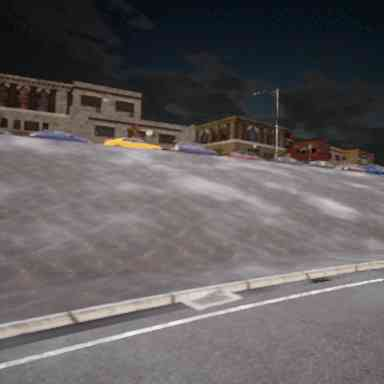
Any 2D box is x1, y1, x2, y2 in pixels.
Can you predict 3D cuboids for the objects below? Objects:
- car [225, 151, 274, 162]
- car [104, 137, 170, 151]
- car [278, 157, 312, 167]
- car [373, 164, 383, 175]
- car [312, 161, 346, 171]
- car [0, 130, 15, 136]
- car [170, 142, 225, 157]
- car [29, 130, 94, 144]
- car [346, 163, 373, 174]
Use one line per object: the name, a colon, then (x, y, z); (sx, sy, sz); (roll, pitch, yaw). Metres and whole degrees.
car: (5.237, -3.175, 32.669); (4.792, 1.488, 2.163); (3, -2, -28)
car: (-4.778, -3.668, 27.564); (5.008, 1.535, 2.097); (3, -2, -25)
car: (10.071, -2.936, 35.323); (4.674, 1.452, 2.002); (3, -2, -29)
car: (24.319, -2.468, 43.960); (5.566, 2.045, 2.435); (3, -2, -32)
car: (14.763, -2.748, 38.032); (4.892, 1.521, 2.231); (3, -2, -30)
car: (-14.869, -4.115, 22.970); (4.892, 1.521, 2.231); (2, -1, -23)
car: (0.173, -3.566, 30.015); (4.553, 1.767, 2.185); (3, -2, -26)
car: (-9.800, -3.855, 25.212); (4.674, 1.452, 2.002); (3, -2, -24)
car: (19.579, -2.619, 40.959); (4.553, 1.767, 2.185); (3, -2, -31)
